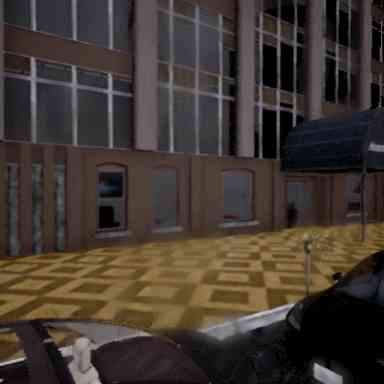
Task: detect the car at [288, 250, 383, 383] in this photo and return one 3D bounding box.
[{"bbox_3d":[3.200,1.533,4.641,4.313,1.339,1.947,0,0,-34],"label":"car"}]

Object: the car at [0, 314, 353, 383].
[{"bbox_3d":[-1.505,1.508,1.452,4.403,1.369,2.008,0,0,-34],"label":"car"}]
